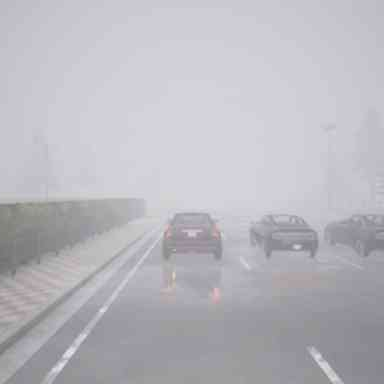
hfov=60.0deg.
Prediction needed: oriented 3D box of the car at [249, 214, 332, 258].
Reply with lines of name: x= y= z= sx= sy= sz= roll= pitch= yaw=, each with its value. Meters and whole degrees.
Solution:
car: x=3.520 y=1.639 z=13.496 sx=2.128 sy=1.511 sz=4.902 roll=0 pitch=0 yaw=0

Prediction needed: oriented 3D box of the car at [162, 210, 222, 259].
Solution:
car: x=0.020 y=1.497 z=13.416 sx=2.097 sy=1.767 sz=4.553 roll=0 pitch=-1 yaw=0

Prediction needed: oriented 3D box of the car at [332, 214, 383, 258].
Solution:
car: x=7.020 y=1.639 z=13.495 sx=2.128 sy=1.511 sz=4.902 roll=0 pitch=0 yaw=0
